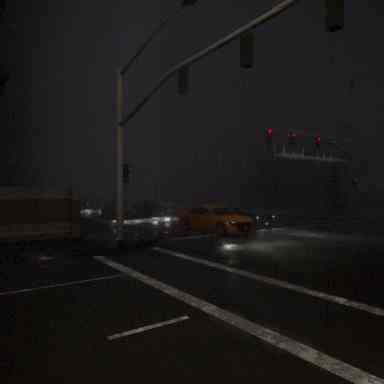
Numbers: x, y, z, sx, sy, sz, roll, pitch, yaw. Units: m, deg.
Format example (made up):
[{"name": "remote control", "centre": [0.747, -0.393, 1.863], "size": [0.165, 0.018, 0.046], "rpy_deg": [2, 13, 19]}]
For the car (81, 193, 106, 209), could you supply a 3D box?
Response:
[{"name": "car", "centre": [-14.193, 1.223, 45.627], "size": [2.150, 2.045, 5.566], "rpy_deg": [0, 0, -36]}]

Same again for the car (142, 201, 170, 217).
[{"name": "car", "centre": [-4.151, 1.547, 31.630], "size": [2.033, 1.411, 5.357], "rpy_deg": [0, 0, -36]}]

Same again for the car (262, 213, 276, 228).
[{"name": "car", "centre": [3.130, 1.601, 21.726], "size": [1.895, 1.301, 4.718], "rpy_deg": [0, 0, -38]}]

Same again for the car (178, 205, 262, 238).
[{"name": "car", "centre": [1.190, 1.477, 18.201], "size": [1.882, 1.535, 5.008], "rpy_deg": [0, 0, -36]}]

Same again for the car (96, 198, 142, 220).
[{"name": "car", "centre": [-6.383, 1.525, 28.741], "size": [1.812, 1.442, 4.674], "rpy_deg": [0, 0, -36]}]
